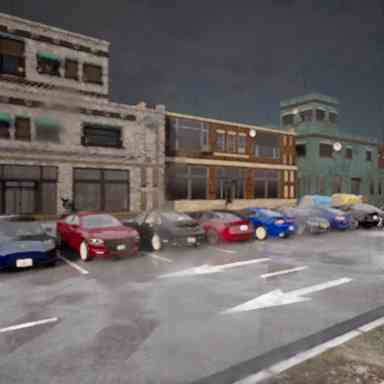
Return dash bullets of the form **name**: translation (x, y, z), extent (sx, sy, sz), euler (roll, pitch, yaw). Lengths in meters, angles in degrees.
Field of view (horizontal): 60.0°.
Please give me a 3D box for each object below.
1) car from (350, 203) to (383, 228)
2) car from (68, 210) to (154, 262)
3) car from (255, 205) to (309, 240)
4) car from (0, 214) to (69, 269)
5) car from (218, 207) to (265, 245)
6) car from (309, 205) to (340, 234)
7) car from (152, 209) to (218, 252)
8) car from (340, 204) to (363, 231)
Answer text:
- **car**: translation (9.887, 1.605, 22.305), extent (2.163, 1.488, 4.792), euler (0, 0, -35)
- **car**: translation (-3.687, 1.496, 12.621), extent (2.097, 1.535, 5.008), euler (0, 0, -35)
- **car**: translation (3.216, 1.532, 17.517), extent (2.097, 1.535, 5.008), euler (0, 0, -35)
- **car**: translation (-5.930, 1.517, 10.982), extent (2.163, 1.488, 4.792), euler (0, 0, -35)
- **car**: translation (0.829, 1.548, 15.862), extent (2.163, 1.488, 4.792), euler (0, 0, -35)
- **car**: translation (5.474, 1.547, 19.137), extent (2.231, 1.521, 4.892), euler (0, 0, -35)
- **car**: translation (-1.414, 1.509, 14.223), extent (2.231, 1.521, 4.892), euler (0, 0, -35)
- **car**: translation (7.641, 1.600, 20.668), extent (2.002, 1.452, 4.674), euler (0, 0, -35)
